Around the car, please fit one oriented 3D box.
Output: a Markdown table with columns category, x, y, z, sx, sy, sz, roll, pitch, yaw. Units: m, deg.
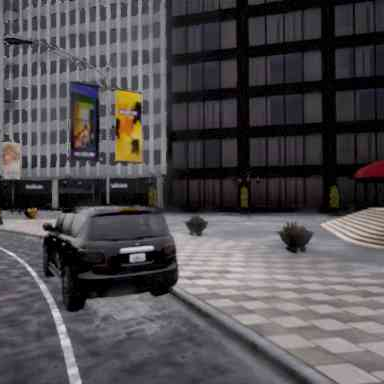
| category | x | y | z | sx | sy | sz | roll | pitch | yaw |
| --- | --- | --- | --- | --- | --- | --- | --- | --- | --- |
| car | -2.366 | 1.346 | 8.455 | 2.150 | 2.045 | 5.566 | 0 | -1 | -31 |
